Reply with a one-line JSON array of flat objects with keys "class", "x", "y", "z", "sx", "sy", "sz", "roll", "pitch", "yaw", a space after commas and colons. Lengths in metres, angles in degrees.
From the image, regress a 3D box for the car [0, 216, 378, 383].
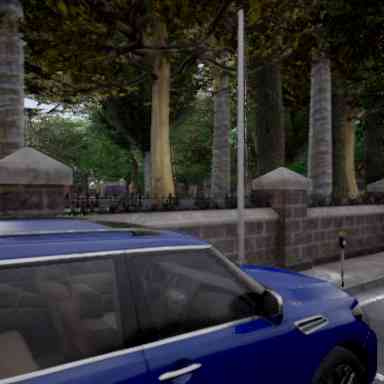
[{"class": "car", "x": -0.756, "y": 1.236, "z": 2.694, "sx": 5.566, "sy": 2.045, "sz": 2.150, "roll": 1, "pitch": 0, "yaw": -36}]
